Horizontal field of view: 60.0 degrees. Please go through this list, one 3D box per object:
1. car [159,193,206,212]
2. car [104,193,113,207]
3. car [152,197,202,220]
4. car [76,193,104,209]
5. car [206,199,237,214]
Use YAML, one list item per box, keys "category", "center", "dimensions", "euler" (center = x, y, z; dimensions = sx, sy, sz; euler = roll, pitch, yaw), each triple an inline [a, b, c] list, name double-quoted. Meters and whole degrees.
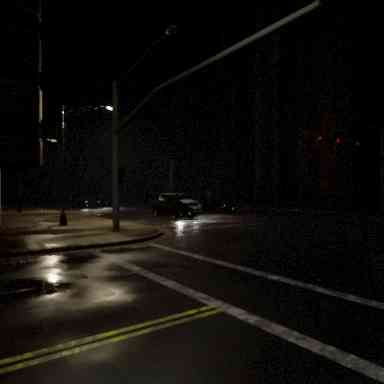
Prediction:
- category: "car"
  center: [-1.396, 1.111, 33.180]
  dimensions: [2.150, 2.045, 5.566]
  euler: [0, 0, -36]
- category: "car"
  center: [-12.661, 1.115, 48.773]
  dimensions: [2.150, 2.045, 5.566]
  euler: [0, 0, -36]
- category: "car"
  center: [-1.579, 1.413, 27.481]
  dimensions: [1.837, 1.490, 4.892]
  euler: [0, 1, -36]
- category: "car"
  center: [-13.945, 1.262, 44.550]
  dimensions: [2.097, 1.767, 4.553]
  euler: [0, 0, -36]
- category: "car"
  center: [2.600, 1.392, 33.778]
  dimensions: [1.812, 1.442, 4.674]
  euler: [0, 0, -35]
